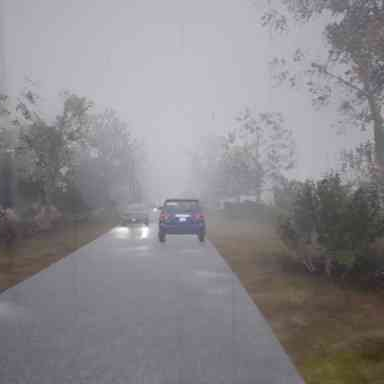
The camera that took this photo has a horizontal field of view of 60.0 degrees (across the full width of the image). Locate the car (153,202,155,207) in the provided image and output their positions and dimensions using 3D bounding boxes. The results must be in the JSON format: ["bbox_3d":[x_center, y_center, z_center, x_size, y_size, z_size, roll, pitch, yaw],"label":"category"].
[{"bbox_3d":[-7.724,2.544,64.788,1.895,1.301,4.718,0,-2,-5],"label":"car"}]

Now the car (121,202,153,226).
[{"bbox_3d":[-4.104,1.652,24.730,1.837,1.490,4.892,0,-1,-5],"label":"car"}]

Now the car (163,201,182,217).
[{"bbox_3d":[-2.145,1.768,35.685,1.882,1.535,5.008,0,-1,-5],"label":"car"}]

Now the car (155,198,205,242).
[{"bbox_3d":[-0.566,1.305,17.172,2.150,2.045,5.566,0,-1,-3],"label":"car"}]
